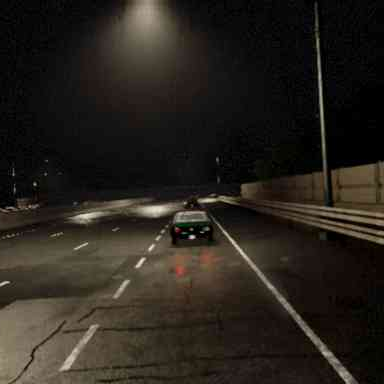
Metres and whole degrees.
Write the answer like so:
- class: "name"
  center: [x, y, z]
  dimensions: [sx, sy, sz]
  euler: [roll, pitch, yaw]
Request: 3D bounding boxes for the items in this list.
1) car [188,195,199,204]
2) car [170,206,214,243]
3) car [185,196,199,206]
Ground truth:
- class: "car"
  center: [0.286, 1.592, 72.481]
  dimensions: [1.882, 1.535, 5.008]
  euler: [-3, 0, 5]
- class: "car"
  center: [-0.013, 1.618, 16.337]
  dimensions: [1.895, 1.301, 4.718]
  euler: [-3, 0, 0]
- class: "car"
  center: [-0.017, 1.609, 47.044]
  dimensions: [1.812, 1.442, 4.674]
  euler: [-3, 0, 0]
